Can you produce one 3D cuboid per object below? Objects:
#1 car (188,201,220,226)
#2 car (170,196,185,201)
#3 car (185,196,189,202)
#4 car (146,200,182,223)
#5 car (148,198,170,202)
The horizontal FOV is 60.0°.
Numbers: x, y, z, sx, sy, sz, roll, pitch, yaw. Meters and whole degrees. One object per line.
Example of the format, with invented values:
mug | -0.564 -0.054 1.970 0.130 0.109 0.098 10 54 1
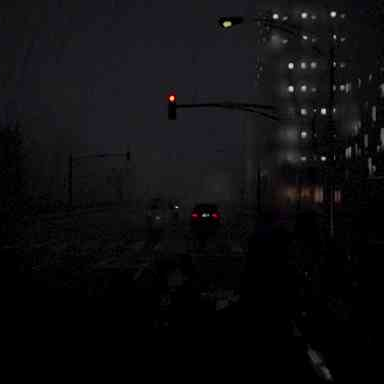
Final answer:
car | 0.946 1.509 22.930 2.033 1.411 5.357 0 0 4
car | -3.062 1.492 57.453 2.128 1.511 4.902 0 0 5
car | -1.769 1.535 72.743 2.033 1.411 5.357 0 0 5
car | -2.130 1.565 25.418 1.895 1.301 4.718 0 0 4
car | -4.329 1.473 41.672 1.882 1.535 5.008 0 0 5
